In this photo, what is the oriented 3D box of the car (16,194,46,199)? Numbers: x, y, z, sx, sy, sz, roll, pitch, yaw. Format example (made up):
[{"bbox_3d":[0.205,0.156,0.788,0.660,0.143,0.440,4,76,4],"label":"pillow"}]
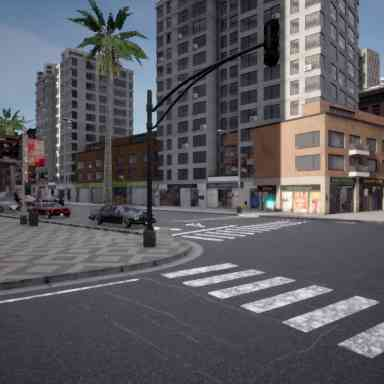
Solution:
[{"bbox_3d":[-23.199,1.361,47.806,4.674,1.442,1.812,0,0,45],"label":"car"}]

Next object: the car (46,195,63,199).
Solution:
[{"bbox_3d":[-21.207,1.184,50.404,4.553,1.767,2.097,0,0,45],"label":"car"}]

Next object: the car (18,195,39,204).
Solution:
[{"bbox_3d":[-28.251,1.270,57.286,1.837,1.490,4.892,0,0,-44],"label":"car"}]

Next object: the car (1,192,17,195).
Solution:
[{"bbox_3d":[-30.291,0.991,54.724,2.150,2.045,5.566,0,0,-44],"label":"car"}]

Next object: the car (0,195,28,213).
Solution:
[{"bbox_3d":[-19.931,1.386,35.609,4.902,1.511,2.128,0,0,43],"label":"car"}]

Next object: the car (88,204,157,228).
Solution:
[{"bbox_3d":[-4.818,1.523,22.387,5.357,1.411,2.033,0,0,40],"label":"car"}]

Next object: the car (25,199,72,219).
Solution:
[{"bbox_3d":[-12.386,1.537,28.836,4.718,1.301,1.895,0,0,41],"label":"car"}]
